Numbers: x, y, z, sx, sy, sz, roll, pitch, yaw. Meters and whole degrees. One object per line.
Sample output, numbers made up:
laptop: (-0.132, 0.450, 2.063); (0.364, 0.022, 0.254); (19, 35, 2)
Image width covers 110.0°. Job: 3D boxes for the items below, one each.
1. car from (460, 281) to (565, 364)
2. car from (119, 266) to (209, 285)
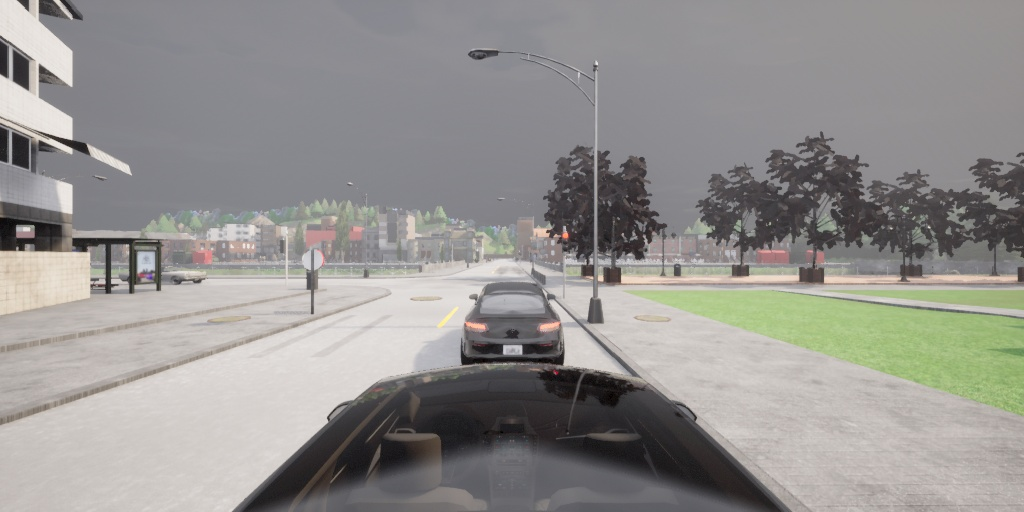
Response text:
car: (0.007, 1.276, 7.806); (1.812, 1.442, 4.674); (0, 0, 0)
car: (-24.466, 1.351, 25.300); (4.718, 1.301, 1.895); (0, 0, 0)
